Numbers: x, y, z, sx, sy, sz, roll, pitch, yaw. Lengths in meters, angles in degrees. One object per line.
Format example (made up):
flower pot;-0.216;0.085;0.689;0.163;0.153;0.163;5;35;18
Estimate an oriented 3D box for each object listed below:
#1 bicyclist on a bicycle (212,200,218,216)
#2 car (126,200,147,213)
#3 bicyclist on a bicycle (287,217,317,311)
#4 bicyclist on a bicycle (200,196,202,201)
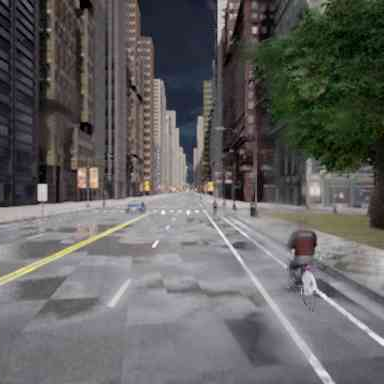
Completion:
bicyclist on a bicycle;2.265;1.601;32.803;0.582;1.620;1.656;0;-1;0
car;-6.486;1.712;39.234;1.812;1.442;4.674;0;0;0
bicyclist on a bicycle;2.244;1.396;6.940;0.659;1.776;1.843;0;0;0
bicyclist on a bicycle;2.290;1.860;86.867;0.582;1.620;1.656;0;-1;0
